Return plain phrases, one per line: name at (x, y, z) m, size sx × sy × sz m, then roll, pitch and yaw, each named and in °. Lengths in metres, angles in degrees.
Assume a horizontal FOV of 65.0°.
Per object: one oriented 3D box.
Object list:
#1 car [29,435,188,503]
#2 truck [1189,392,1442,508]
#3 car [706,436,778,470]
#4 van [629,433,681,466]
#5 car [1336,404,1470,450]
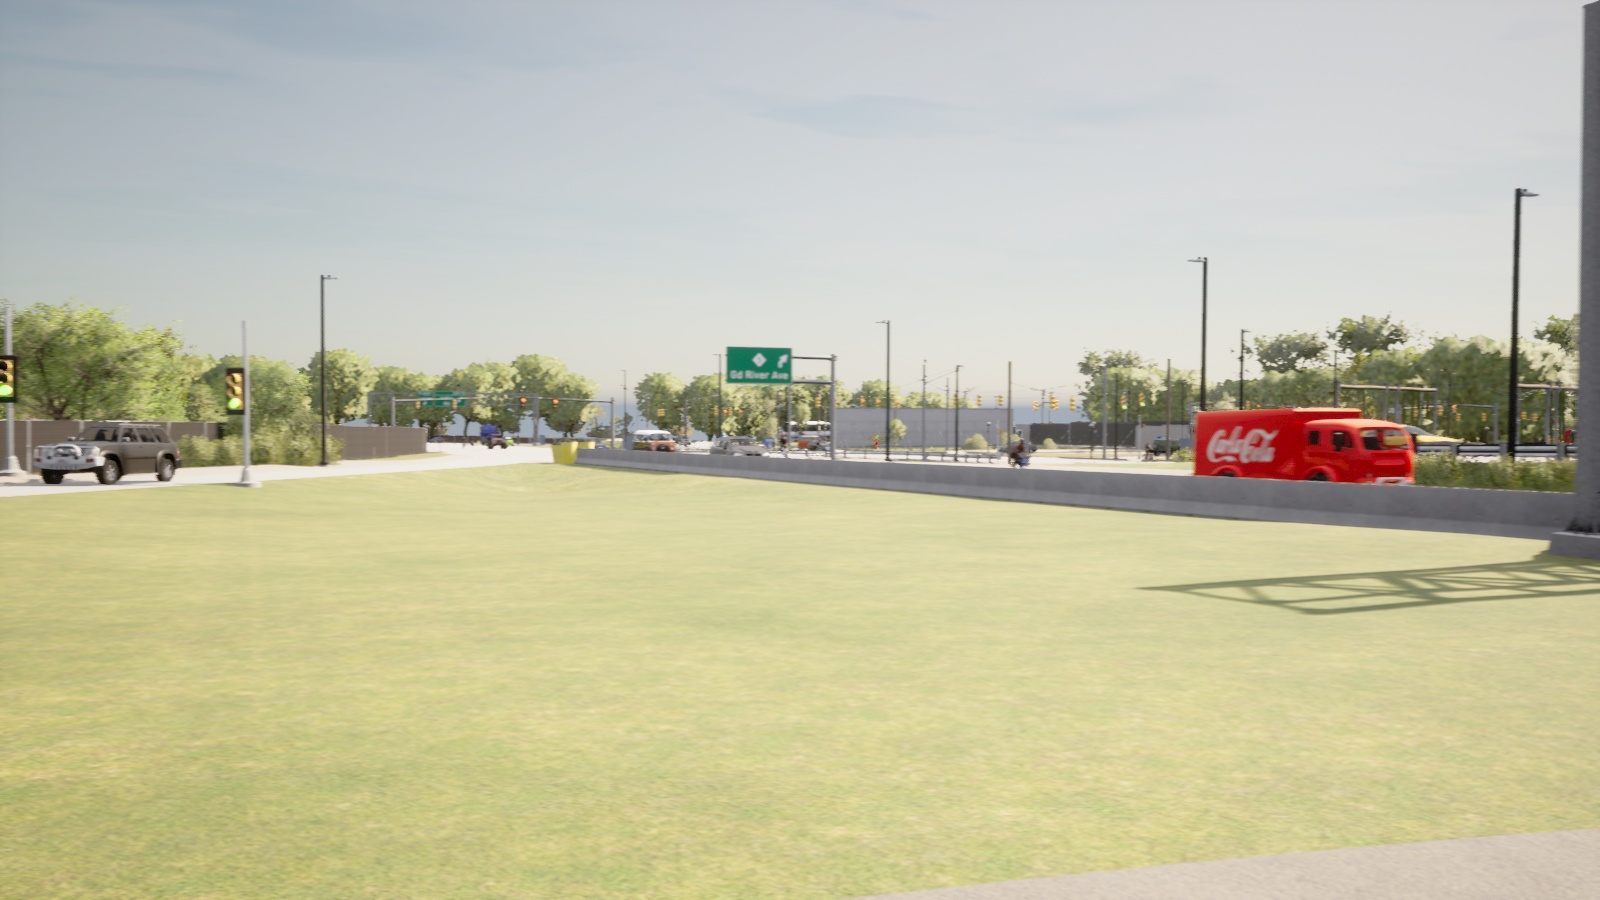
car at (-20.482, 0.518, 37.449) m, size 1.932 × 1.855 × 4.605 m, roll -1°, pitch 0°, yaw 4°
truck at (12.132, -0.022, 30.023) m, size 2.627 × 2.467 × 5.204 m, roll -2°, pitch 1°, yaw -23°
car at (-3.067, 0.150, 65.764) m, size 2.242 × 1.667 × 4.611 m, roll -2°, pitch 1°, yaw -23°
van at (-9.302, -0.046, 80.406) m, size 2.069 × 2.038 × 4.480 m, roll -2°, pitch 1°, yaw -23°
car at (23.052, -0.837, 48.298) m, size 1.801 × 1.575 × 5.366 m, roll -1°, pitch -1°, yaw -11°
